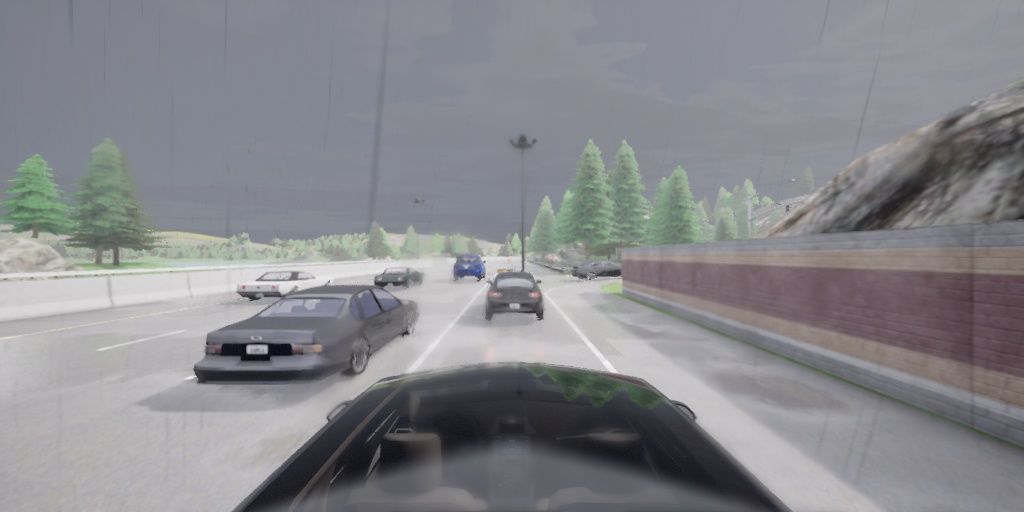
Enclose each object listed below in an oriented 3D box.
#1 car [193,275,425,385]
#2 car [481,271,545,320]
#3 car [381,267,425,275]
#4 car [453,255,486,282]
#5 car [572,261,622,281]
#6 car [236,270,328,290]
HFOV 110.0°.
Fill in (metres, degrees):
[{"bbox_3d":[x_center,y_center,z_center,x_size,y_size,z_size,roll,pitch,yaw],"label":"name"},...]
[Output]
[{"bbox_3d":[-3.400,1.293,7.295,2.033,1.411,5.357,0,0,0],"label":"car"},{"bbox_3d":[0.087,1.268,12.493,1.812,1.442,4.674,0,0,0],"label":"car"},{"bbox_3d":[-6.899,1.336,22.556,1.895,1.301,4.718,0,0,0],"label":"car"},{"bbox_3d":[-3.398,0.952,29.250,2.150,2.045,5.566,0,0,0],"label":"car"},{"bbox_3d":[7.158,1.094,28.117,4.902,1.511,2.128,-3,0,-8],"label":"car"},{"bbox_3d":[-10.399,1.340,17.010,1.895,1.301,4.718,0,0,0],"label":"car"}]
